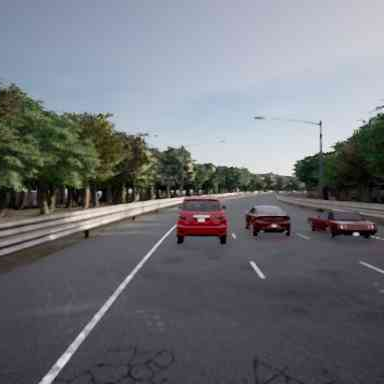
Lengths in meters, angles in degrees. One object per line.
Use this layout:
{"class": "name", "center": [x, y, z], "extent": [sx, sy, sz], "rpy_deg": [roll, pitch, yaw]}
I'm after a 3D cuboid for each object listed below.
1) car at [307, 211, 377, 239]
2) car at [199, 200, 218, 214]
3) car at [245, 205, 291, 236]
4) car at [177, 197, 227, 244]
{"class": "car", "center": [7.548, 1.611, 17.295], "extent": [1.895, 1.301, 4.718], "rpy_deg": [0, 0, 3]}
{"class": "car", "center": [1.889, 1.573, 36.600], "extent": [1.994, 1.385, 4.181], "rpy_deg": [0, 0, 5]}
{"class": "car", "center": [4.119, 1.485, 18.639], "extent": [1.882, 1.535, 5.008], "rpy_deg": [0, 0, 3]}
{"class": "car", "center": [0.490, 1.225, 16.098], "extent": [2.150, 2.045, 5.566], "rpy_deg": [0, 0, 2]}
